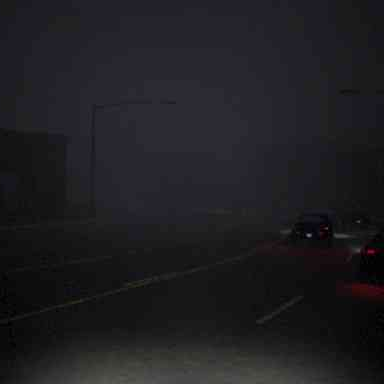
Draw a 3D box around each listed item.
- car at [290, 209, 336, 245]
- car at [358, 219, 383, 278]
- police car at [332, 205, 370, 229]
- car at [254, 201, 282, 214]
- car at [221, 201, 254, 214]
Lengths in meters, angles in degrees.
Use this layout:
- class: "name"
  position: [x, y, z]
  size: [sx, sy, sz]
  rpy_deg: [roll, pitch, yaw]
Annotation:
- class: "car"
  position: [6.214, 1.782, 17.076]
  size: [1.812, 1.442, 4.674]
  rpy_deg: [1, 0, 24]
- class: "car"
  position: [6.377, 1.759, 10.111]
  size: [1.994, 1.385, 4.181]
  rpy_deg: [1, -1, 34]
- class: "police car"
  position: [11.813, 1.846, 25.363]
  size: [1.930, 1.638, 5.238]
  rpy_deg: [1, -1, 8]
- class: "car"
  position: [9.561, 1.897, 42.821]
  size: [2.097, 1.767, 4.553]
  rpy_deg: [1, -1, -20]
- class: "car"
  position: [5.579, 1.992, 43.371]
  size: [1.837, 1.490, 4.892]
  rpy_deg: [2, -1, -24]
